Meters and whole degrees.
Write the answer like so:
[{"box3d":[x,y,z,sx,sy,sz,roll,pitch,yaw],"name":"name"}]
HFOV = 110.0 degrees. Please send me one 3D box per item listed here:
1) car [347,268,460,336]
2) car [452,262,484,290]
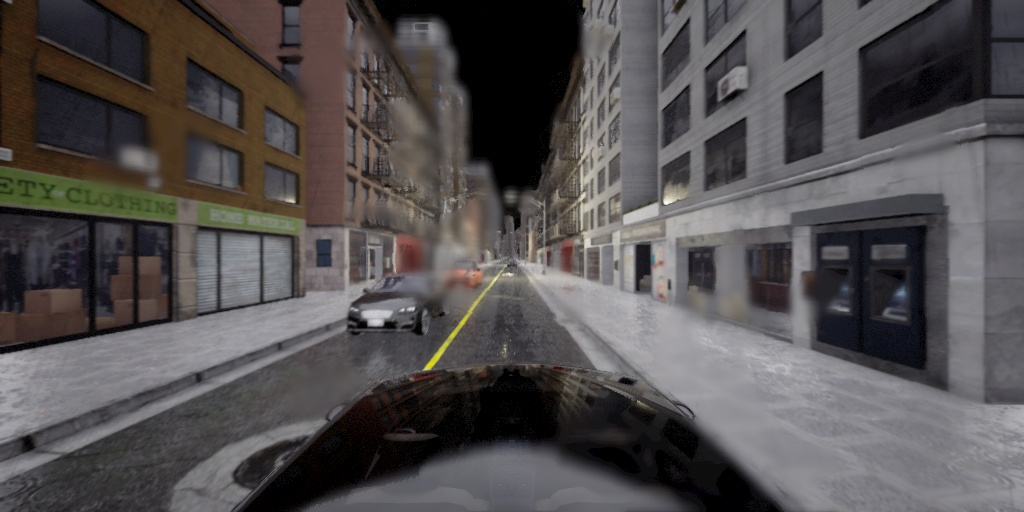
[{"box3d":[-3.073,1.262,10.588,2.128,1.511,4.902,0,0,0],"name":"car"},{"box3d":[-2.991,1.153,22.927,2.097,1.767,4.553,0,0,0],"name":"car"}]
